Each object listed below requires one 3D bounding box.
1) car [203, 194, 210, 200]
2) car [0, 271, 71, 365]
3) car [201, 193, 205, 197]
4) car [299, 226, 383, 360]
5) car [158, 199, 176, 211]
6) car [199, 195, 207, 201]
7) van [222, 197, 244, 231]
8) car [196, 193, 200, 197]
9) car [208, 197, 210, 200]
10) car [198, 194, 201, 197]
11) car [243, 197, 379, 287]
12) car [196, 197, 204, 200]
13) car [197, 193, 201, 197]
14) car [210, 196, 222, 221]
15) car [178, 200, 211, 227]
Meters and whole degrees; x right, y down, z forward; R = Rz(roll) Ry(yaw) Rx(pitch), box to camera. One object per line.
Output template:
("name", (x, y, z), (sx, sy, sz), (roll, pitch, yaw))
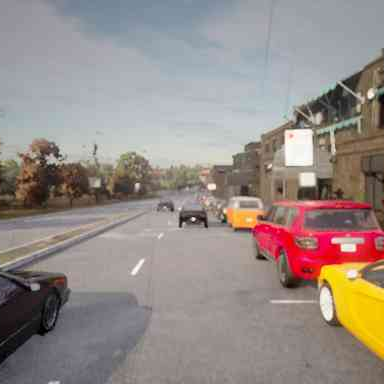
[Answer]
("car", (3.157, 1.603, 53.877), (1.946, 1.575, 5.366), (0, 0, 0))
("car", (-3.155, 1.557, 3.697), (2.033, 1.411, 5.357), (0, 0, 0))
("car", (3.153, 1.493, 59.187), (2.185, 1.767, 4.553), (0, 0, 0))
("car", (3.220, 1.489, 4.086), (2.097, 1.535, 5.008), (0, 0, 0))
("car", (-3.202, 1.603, 41.871), (1.837, 1.490, 4.892), (0, 0, 0))
("car", (3.085, 1.693, 92.680), (1.946, 1.575, 5.366), (0, 0, 0))
("van", (3.199, 1.303, 20.783), (1.878, 1.987, 4.442), (0, 0, 0))
("car", (3.097, 1.432, 86.998), (2.435, 2.045, 5.566), (0, 0, 0))
("car", (3.180, 1.607, 37.114), (2.002, 1.452, 4.674), (0, 0, 0))
("car", (3.120, 1.658, 75.787), (2.231, 1.521, 4.892), (0, 0, 0))
("car", (3.212, 1.251, 9.520), (2.435, 2.045, 5.566), (0, 0, 0))
("car", (0.049, 1.645, 41.740), (2.033, 1.411, 5.357), (0, 0, 0))
("car", (3.110, 1.671, 81.314), (2.231, 1.521, 4.892), (0, 0, 0))
("car", (3.186, 1.428, 31.686), (2.185, 1.767, 4.553), (0, 0, 0))
("car", (0.069, 1.532, 23.007), (1.882, 1.535, 5.008), (0, 0, 0))
